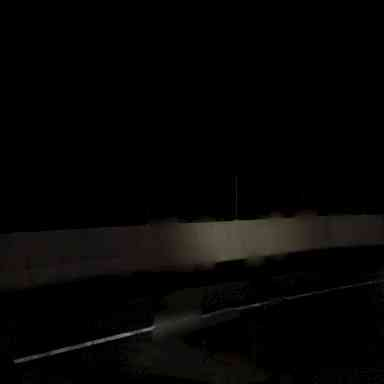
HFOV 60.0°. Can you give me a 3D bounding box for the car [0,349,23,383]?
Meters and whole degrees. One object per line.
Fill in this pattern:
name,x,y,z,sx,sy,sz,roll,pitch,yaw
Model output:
car,-3.369,1.478,1.205,5.008,1.535,1.882,0,0,-38
